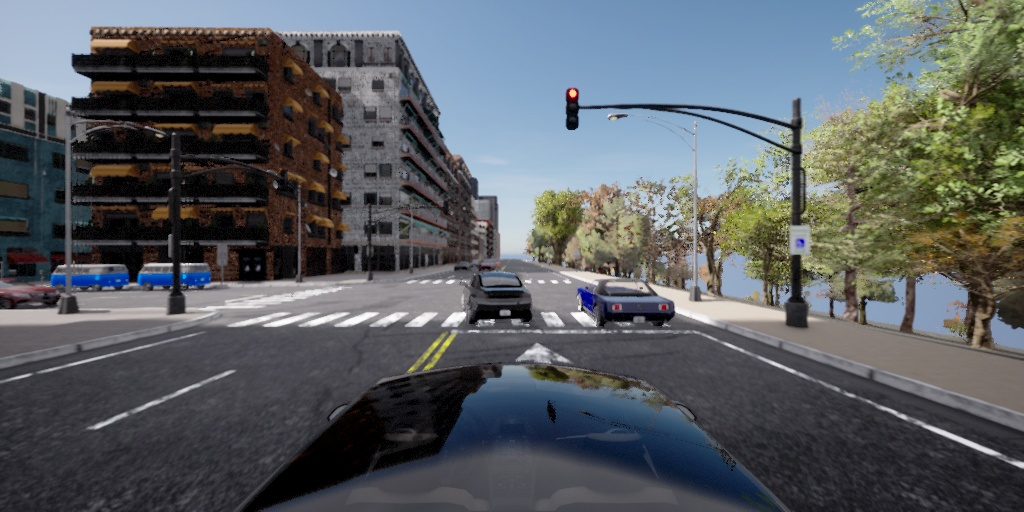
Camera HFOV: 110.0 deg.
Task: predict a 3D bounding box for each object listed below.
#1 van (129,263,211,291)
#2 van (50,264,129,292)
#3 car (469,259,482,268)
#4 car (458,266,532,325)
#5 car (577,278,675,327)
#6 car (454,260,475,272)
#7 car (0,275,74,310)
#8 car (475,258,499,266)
[{"bbox_3d":[-22.683,1.382,24.138,3.998,1.789,1.690,0,0,-1],"label":"van"},{"bbox_3d":[-28.285,1.455,24.070,3.998,1.789,1.690,0,0,-1],"label":"van"},{"bbox_3d":[-6.433,1.369,63.878,1.837,1.490,4.892,0,0,1],"label":"car"},{"bbox_3d":[-0.645,1.271,11.974,1.837,1.490,4.892,0,0,-11],"label":"car"},{"bbox_3d":[3.333,1.367,11.549,1.895,1.301,4.718,0,0,0],"label":"car"},{"bbox_3d":[-6.510,1.430,47.596,1.895,1.301,4.718,0,0,0],"label":"car"},{"bbox_3d":[-22.610,1.642,15.791,4.207,1.307,1.802,0,0,-1],"label":"car"},{"bbox_3d":[-3.258,1.182,47.634,2.097,1.767,4.553,0,0,0],"label":"car"}]
